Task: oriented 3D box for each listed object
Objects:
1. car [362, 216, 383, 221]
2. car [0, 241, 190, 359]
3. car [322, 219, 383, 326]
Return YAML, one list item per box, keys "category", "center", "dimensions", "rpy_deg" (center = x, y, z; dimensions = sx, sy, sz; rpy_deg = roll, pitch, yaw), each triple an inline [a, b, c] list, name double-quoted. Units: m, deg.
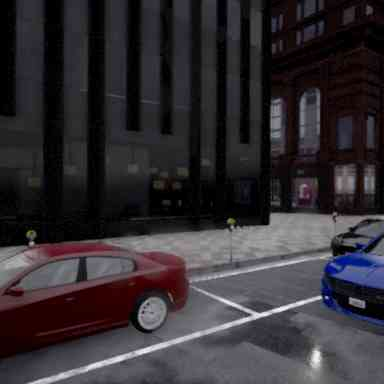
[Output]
- category: "car"
  center: [6.530, 1.523, 11.218]
  dimensions: [4.313, 1.339, 1.947]
  rpy_deg: [0, 1, -35]
- category: "car"
  center: [-2.145, 1.504, 5.126]
  dimensions: [4.507, 1.381, 1.887]
  rpy_deg: [0, 1, -35]
- category: "car"
  center: [4.619, 1.454, 6.624]
  dimensions: [5.008, 1.535, 1.882]
  rpy_deg: [0, 0, -35]
